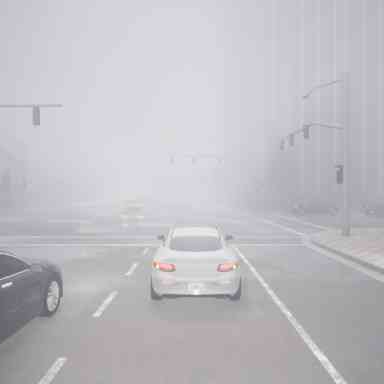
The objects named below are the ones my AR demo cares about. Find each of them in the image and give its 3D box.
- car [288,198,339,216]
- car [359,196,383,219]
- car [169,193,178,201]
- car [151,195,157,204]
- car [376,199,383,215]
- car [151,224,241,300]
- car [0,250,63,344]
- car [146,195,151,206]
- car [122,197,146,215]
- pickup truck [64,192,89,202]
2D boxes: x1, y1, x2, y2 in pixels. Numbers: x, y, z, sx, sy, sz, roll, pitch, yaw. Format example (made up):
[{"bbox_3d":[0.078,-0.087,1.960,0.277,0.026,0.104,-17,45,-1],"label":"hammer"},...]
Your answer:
[{"bbox_3d":[11.782,1.352,32.522,4.553,1.767,2.097,0,0,0],"label":"car"},{"bbox_3d":[17.720,1.221,29.064,5.566,2.045,2.150,0,0,0],"label":"car"},{"bbox_3d":[-4.723,1.225,85.507,2.150,2.045,5.566,0,0,-1],"label":"car"},{"bbox_3d":[-7.981,1.352,64.645,2.097,1.767,4.553,0,0,0],"label":"car"},{"bbox_3d":[21.007,1.478,32.585,5.008,1.535,1.882,0,0,0],"label":"car"},{"bbox_3d":[0.080,1.526,8.231,1.812,1.442,4.674,0,0,0],"label":"car"},{"bbox_3d":[-3.434,1.505,4.582,1.837,1.490,4.892,0,0,1],"label":"car"},{"bbox_3d":[-7.835,1.505,50.487,1.837,1.490,4.892,0,0,-1],"label":"car"},{"bbox_3d":[-6.290,1.477,34.942,1.882,1.535,5.008,0,0,-15],"label":"car"},{"bbox_3d":[-24.638,1.059,70.291,2.390,2.098,6.274,0,0,30],"label":"pickup truck"}]
